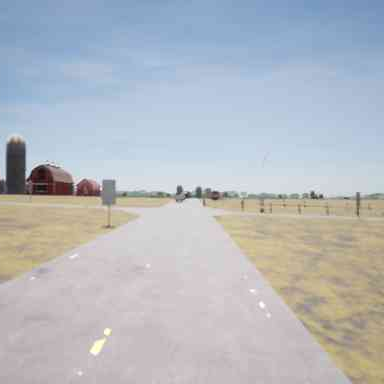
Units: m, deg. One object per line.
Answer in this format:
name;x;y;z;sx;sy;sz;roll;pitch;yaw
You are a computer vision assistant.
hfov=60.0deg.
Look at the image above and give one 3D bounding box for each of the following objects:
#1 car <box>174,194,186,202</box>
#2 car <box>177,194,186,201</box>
car;-2.741;1.462;72.015;1.837;1.490;4.892;0;0;0
car;-2.740;1.308;85.982;2.097;1.767;4.553;0;0;0
